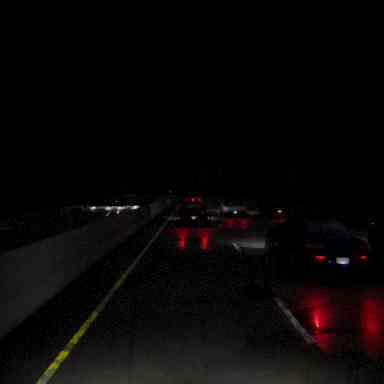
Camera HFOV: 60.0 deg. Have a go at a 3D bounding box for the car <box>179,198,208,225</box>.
[{"bbox_3d":[0.096,1.370,22.535,1.812,1.442,4.674,0,0,0],"label":"car"}]

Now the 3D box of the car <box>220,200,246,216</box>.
[{"bbox_3d":[3.596,1.399,29.823,1.895,1.301,4.718,0,0,0],"label":"car"}]

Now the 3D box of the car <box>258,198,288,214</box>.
[{"bbox_3d":[7.097,1.306,29.306,1.837,1.490,4.892,0,0,0],"label":"car"}]

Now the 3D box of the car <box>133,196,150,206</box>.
[{"bbox_3d":[-7.086,1.271,47.181,1.994,1.385,4.181,0,0,0],"label":"car"}]

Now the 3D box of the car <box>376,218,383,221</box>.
[{"bbox_3d":[7.098,1.158,8.959,2.150,2.045,5.566,0,0,0],"label":"car"}]

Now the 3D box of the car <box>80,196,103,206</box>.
[{"bbox_3d":[-14.084,1.256,47.075,2.033,1.411,5.357,0,0,0],"label":"car"}]

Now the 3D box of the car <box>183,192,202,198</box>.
[{"bbox_3d":[0.095,0.961,40.748,2.150,2.045,5.566,0,1,0],"label":"car"}]

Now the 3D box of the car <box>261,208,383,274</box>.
[{"bbox_3d":[3.598,1.453,10.227,1.812,1.442,4.674,0,0,0],"label":"car"}]

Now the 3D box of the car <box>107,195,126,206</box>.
[{"bbox_3d":[-10.585,1.216,46.818,1.837,1.490,4.892,0,0,0],"label":"car"}]
